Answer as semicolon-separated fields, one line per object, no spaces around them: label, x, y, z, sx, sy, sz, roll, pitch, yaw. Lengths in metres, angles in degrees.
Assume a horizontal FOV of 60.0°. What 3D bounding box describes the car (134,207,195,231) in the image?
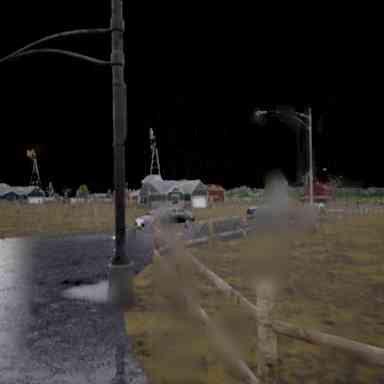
car;-1.779;1.773;22.634;2.128;1.511;4.902;-2;-2;38

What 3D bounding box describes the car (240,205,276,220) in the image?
car;7.003;2.076;34.577;2.033;1.411;5.357;-2;-2;36

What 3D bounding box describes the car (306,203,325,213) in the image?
car;18.850;2.410;50.498;1.837;1.490;4.892;-2;-2;36
